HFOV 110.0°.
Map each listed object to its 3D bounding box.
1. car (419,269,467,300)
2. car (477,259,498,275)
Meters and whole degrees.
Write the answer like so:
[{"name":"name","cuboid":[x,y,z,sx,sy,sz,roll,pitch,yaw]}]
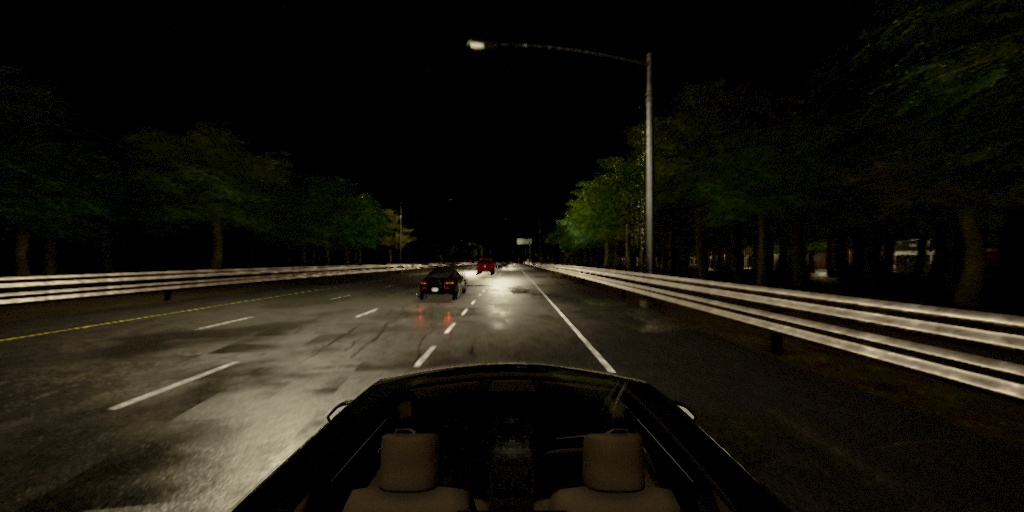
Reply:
[{"name":"car","cuboid":[-3.490,1.385,18.585,1.812,1.442,4.674,0,-1,0]},{"name":"car","cuboid":[-3.401,1.438,47.799,2.150,2.045,5.566,0,-1,0]}]
